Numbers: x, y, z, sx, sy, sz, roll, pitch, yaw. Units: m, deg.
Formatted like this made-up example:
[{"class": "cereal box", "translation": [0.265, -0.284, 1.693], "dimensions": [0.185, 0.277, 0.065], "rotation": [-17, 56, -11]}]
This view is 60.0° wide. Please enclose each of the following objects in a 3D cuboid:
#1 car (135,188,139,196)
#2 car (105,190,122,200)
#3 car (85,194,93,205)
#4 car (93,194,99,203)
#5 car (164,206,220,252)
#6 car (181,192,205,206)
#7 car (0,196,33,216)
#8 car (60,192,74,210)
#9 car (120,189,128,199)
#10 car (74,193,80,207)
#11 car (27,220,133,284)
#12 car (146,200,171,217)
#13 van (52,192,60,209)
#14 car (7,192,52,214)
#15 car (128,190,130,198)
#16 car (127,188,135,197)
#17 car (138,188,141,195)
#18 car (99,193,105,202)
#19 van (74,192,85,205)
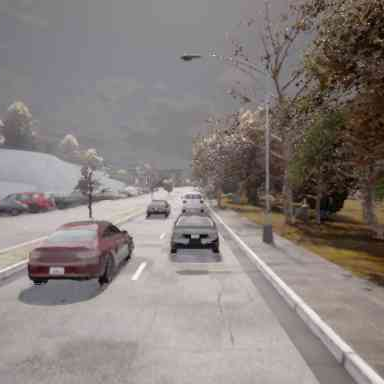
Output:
[{"class": "car", "translation": [-16.641, 0.584, 83.185], "dimensions": [5.366, 1.575, 1.946], "rotation": [-1, 1, -20]}, {"class": "car", "translation": [-16.802, 0.917, 65.118], "dimensions": [4.792, 1.488, 2.163], "rotation": [-1, 1, -20]}, {"class": "car", "translation": [-16.815, 1.007, 47.121], "dimensions": [4.553, 1.767, 2.185], "rotation": [-1, 1, -20]}, {"class": "car", "translation": [-16.836, 1.132, 50.095], "dimensions": [4.674, 1.452, 2.002], "rotation": [-1, 1, -20]}, {"class": "car", "translation": [0.104, 1.540, 13.762], "dimensions": [2.033, 1.411, 5.357], "rotation": [0, 0, 0]}, {"class": "car", "translation": [0.108, 1.039, 33.809], "dimensions": [2.150, 2.045, 5.566], "rotation": [0, 1, 0]}, {"class": "car", "translation": [-16.854, 1.410, 29.213], "dimensions": [4.674, 1.452, 2.002], "rotation": [-1, 1, -20]}, {"class": "car", "translation": [-16.829, 1.003, 38.177], "dimensions": [5.566, 2.045, 2.435], "rotation": [-1, 1, -20]}, {"class": "car", "translation": [-16.995, 0.803, 71.041], "dimensions": [5.366, 1.575, 1.946], "rotation": [-1, 1, -20]}, {"class": "car", "translation": [-16.842, 1.215, 41.148], "dimensions": [4.892, 1.521, 2.231], "rotation": [-1, 1, -20]}, {"class": "car", "translation": [-2.911, 1.530, 9.450], "dimensions": [1.812, 1.442, 4.674], "rotation": [0, 0, 0]}, {"class": "car", "translation": [-2.893, 1.417, 29.553], "dimensions": [2.033, 1.411, 5.357], "rotation": [0, 1, 0]}, {"class": "van", "translation": [-16.748, 1.067, 35.224], "dimensions": [4.442, 1.987, 1.878], "rotation": [-1, 1, -20]}, {"class": "car", "translation": [-16.885, 1.084, 32.181], "dimensions": [5.566, 2.045, 2.435], "rotation": [-1, 1, -20]}, {"class": "car", "translation": [-16.825, 0.796, 74.114], "dimensions": [4.674, 1.452, 2.002], "rotation": [-1, 1, -20]}, {"class": "car", "translation": [-16.795, 0.457, 77.128], "dimensions": [5.566, 2.045, 2.435], "rotation": [-1, 1, -20]}, {"class": "car", "translation": [-16.839, 0.275, 86.107], "dimensions": [5.566, 2.045, 2.435], "rotation": [-1, 2, -20]}, {"class": "car", "translation": [-16.813, 1.080, 53.113], "dimensions": [4.792, 1.488, 2.163], "rotation": [-1, 1, -20]}, {"class": "van", "translation": [-16.957, 0.950, 44.085], "dimensions": [4.442, 1.987, 1.878], "rotation": [-1, 1, -20]}]
